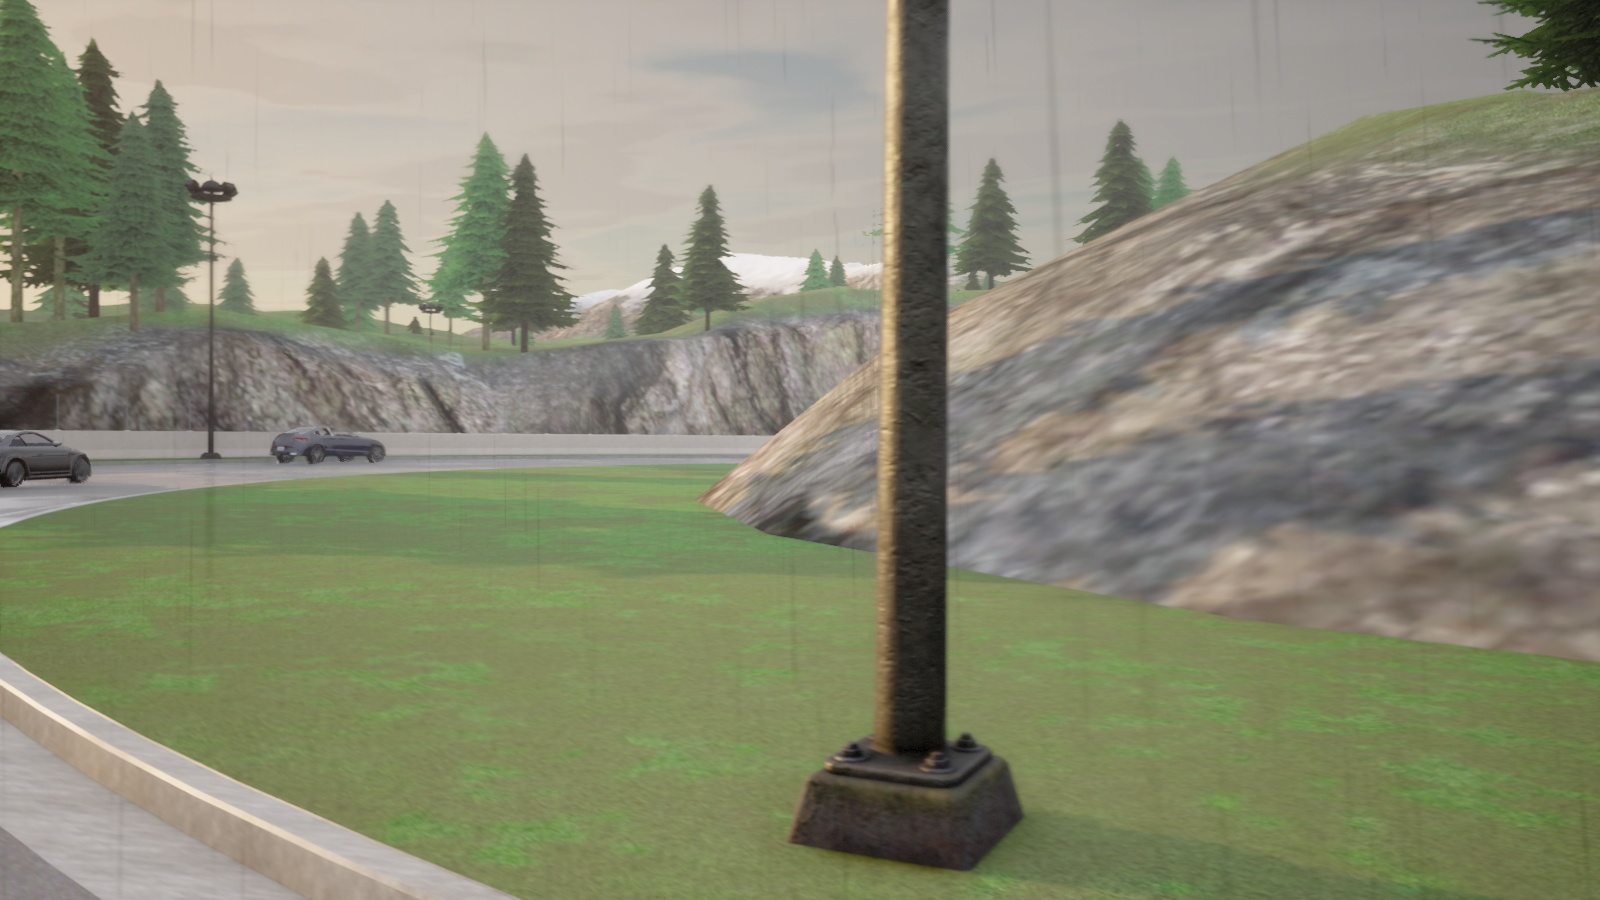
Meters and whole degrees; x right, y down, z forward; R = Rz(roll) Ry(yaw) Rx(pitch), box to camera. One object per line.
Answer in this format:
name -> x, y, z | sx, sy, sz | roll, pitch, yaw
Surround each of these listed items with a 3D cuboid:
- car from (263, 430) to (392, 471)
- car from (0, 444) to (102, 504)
car -> -20.471, -0.010, 54.625 | 2.152, 1.651, 5.027 | 0, 1, 28
car -> -19.756, 0.561, 31.611 | 1.994, 1.385, 4.181 | -1, 1, 0
